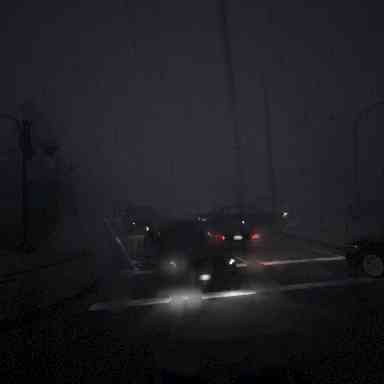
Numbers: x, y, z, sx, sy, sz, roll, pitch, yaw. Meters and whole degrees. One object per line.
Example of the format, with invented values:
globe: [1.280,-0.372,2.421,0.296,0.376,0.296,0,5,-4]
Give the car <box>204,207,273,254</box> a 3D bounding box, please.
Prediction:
car: [1.348,1.538,13.403,2.033,1.411,5.357,0,0,-4]

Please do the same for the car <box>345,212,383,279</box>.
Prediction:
car: [6.534,1.475,8.257,5.008,1.535,1.882,0,0,39]

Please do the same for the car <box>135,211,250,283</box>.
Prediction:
car: [-0.370,1.543,10.122,2.033,1.411,5.357,0,0,-15]

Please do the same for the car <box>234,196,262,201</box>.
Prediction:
car: [7.327,1.287,46.177,2.007,1.523,4.514,0,0,-17]

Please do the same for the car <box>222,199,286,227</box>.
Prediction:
car: [2.839,1.467,19.909,5.357,1.411,2.033,-3,1,-15]

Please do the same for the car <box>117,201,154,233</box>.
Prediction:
car: [-3.111,1.529,19.954,2.033,1.411,5.357,0,0,-17]

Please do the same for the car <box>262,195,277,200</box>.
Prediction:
car: [10.314,1.277,47.135,2.152,1.636,5.027,0,0,-17]

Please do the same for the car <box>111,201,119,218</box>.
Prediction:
car: [-6.280,1.515,30.103,2.033,1.411,5.357,0,0,-17]

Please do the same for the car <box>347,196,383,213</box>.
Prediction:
car: [15.578,1.356,29.226,1.970,1.475,3.806,0,0,-17]

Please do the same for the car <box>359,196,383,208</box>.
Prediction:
car: [23.875,1.273,43.219,1.845,1.501,3.633,0,0,-17]
